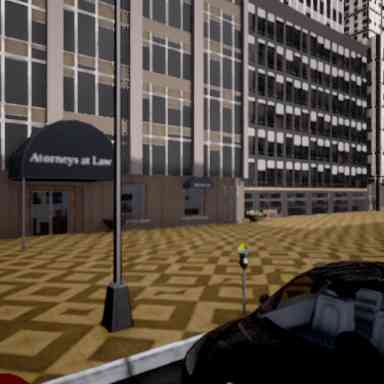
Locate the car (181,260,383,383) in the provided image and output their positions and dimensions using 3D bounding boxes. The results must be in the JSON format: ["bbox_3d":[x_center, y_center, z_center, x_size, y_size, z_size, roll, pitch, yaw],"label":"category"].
[{"bbox_3d":[1.920,1.578,3.799,4.313,1.339,1.947,0,0,-35],"label":"car"}]

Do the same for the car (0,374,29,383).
[{"bbox_3d":[-2.582,1.539,0.601,4.507,1.381,1.887,0,0,-35],"label":"car"}]
